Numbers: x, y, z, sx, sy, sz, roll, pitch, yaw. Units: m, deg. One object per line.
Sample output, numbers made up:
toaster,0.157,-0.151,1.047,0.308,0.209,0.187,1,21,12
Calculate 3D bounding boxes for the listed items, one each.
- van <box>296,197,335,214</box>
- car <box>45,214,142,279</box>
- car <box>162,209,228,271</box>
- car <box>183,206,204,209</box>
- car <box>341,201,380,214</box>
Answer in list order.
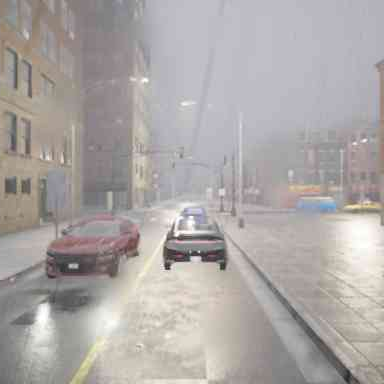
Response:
van,13.724,1.492,36.939,3.998,1.788,1.690,0,0,0
car,-2.810,1.521,10.442,1.882,1.535,5.008,0,-1,0
car,0.095,1.538,11.067,2.128,1.511,4.902,0,0,0
car,0.099,1.614,21.135,1.812,1.442,4.674,0,0,1
car,19.166,1.672,36.932,4.829,1.417,1.752,0,0,0
